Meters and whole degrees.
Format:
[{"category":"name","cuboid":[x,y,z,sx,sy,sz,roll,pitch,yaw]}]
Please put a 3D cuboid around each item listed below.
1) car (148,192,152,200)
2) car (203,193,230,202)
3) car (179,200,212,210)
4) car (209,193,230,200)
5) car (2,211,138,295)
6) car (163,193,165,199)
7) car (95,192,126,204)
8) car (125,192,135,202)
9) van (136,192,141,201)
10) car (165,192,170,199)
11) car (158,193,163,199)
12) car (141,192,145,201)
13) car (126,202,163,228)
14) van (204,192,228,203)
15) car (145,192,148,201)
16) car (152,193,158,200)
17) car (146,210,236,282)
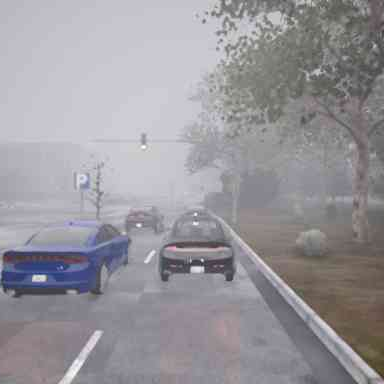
[{"category":"car","cuboid":[-12.258,1.295,76.231,4.674,1.452,2.002,-1,0,-13]},{"category":"car","cuboid":[4.675,1.087,63.840,4.553,1.767,2.185,1,0,-14]},{"category":"car","cuboid":[0.205,1.522,21.508,1.837,1.490,4.892,0,0,0]},{"category":"car","cuboid":[6.468,1.063,78.540,4.553,1.767,2.185,1,0,-12]},{"category":"car","cuboid":[-2.872,1.485,8.750,1.882,1.535,5.008,0,0,0]},{"category":"car","cuboid":[-10.569,1.243,88.198,5.008,1.535,2.097,-1,0,-12]},{"category":"car","cuboid":[-14.437,1.309,58.279,4.792,1.488,2.163,-1,0,-15]},{"category":"car","cuboid":[-13.792,1.263,61.271,5.366,1.575,1.946,-1,0,-15]},{"category":"van","cuboid":[-13.232,1.036,67.263,4.442,1.987,1.878,-1,0,-14]},{"category":"car","cuboid":[-9.604,1.236,94.158,5.008,1.535,2.097,-1,0,-11]},{"category":"car","cuboid":[-10.991,0.994,85.219,5.566,2.045,2.435,-1,0,-12]},{"category":"car","cuboid":[-13.004,1.263,70.234,4.892,1.521,2.231,-1,0,-14]},{"category":"car","cuboid":[-2.750,1.519,19.906,1.837,1.490,4.892,0,-1,1]},{"category":"van","cuboid":[4.291,0.991,60.871,4.442,1.987,1.878,1,0,-14]},{"category":"car","cuboid":[-12.630,1.298,73.229,4.674,1.452,2.002,-1,0,-13]},{"category":"car","cuboid":[-11.442,1.289,82.213,4.674,1.452,2.002,-1,0,-12]},{"category":"car","cuboid":[0.132,1.499,9.742,2.128,1.511,4.902,0,0,0]}]
